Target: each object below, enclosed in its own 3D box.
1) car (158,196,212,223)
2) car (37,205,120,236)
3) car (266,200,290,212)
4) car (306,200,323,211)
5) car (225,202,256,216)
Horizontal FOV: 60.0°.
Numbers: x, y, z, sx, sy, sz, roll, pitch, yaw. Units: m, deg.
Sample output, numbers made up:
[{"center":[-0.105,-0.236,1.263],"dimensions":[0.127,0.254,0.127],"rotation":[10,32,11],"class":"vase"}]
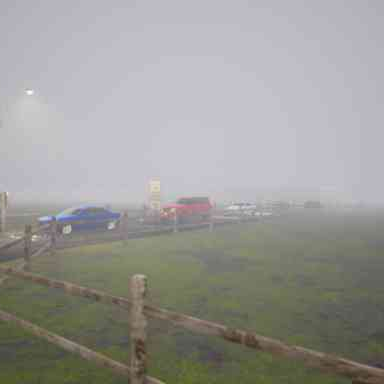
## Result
[{"center":[-0.431,1.400,28.061],"dimensions":[2.150,2.045,5.566],"rotation":[0,0,36],"class":"car"},{"center":[-6.535,1.567,19.603],"dimensions":[1.882,1.535,5.008],"rotation":[0,-1,35],"class":"car"},{"center":[11.510,1.859,44.356],"dimensions":[2.128,1.511,4.902],"rotation":[0,0,37],"class":"car"},{"center":[17.579,1.947,47.756],"dimensions":[1.837,1.490,4.892],"rotation":[0,0,36],"class":"car"},{"center":[5.330,1.793,35.942],"dimensions":[1.812,1.442,4.674],"rotation":[0,0,36],"class":"car"}]
